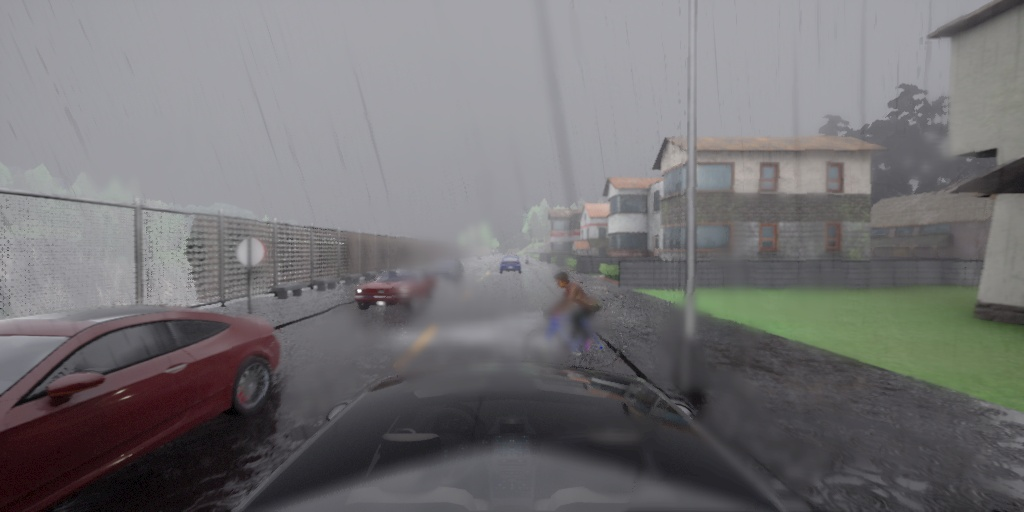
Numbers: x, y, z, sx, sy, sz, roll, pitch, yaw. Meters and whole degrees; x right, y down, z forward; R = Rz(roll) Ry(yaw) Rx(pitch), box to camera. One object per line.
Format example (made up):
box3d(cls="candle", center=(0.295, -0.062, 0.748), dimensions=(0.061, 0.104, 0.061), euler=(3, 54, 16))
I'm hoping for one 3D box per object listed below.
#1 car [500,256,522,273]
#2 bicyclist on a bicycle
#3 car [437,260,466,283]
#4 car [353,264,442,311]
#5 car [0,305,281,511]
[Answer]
box3d(cls="car", center=(-0.130, 0.755, 33.292), dimensions=(1.882, 1.535, 5.008), euler=(0, 1, 0))
box3d(cls="bicyclist on a bicycle", center=(1.025, 1.104, 6.091), dimensions=(1.656, 1.620, 0.582), euler=(-1, 1, 0))
box3d(cls="car", center=(-4.250, 0.958, 24.285), dimensions=(2.033, 1.411, 5.357), euler=(0, 1, -1))
box3d(cls="car", center=(-4.182, 1.171, 13.633), dimensions=(1.895, 1.301, 4.718), euler=(0, 1, 0))
box3d(cls="car", center=(-4.085, 1.252, 3.159), dimensions=(1.812, 1.442, 4.674), euler=(0, 1, -1))
